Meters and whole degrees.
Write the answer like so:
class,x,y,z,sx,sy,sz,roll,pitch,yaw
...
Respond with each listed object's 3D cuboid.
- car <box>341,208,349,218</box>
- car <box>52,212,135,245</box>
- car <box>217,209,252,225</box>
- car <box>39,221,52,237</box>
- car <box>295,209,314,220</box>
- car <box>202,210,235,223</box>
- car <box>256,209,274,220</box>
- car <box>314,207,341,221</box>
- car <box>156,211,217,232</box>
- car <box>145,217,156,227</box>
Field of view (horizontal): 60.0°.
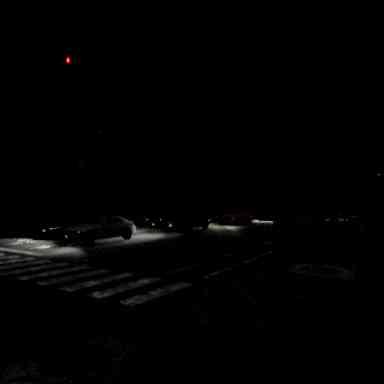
class,x,y,z,sx,sy,sz,roll,pitch,yaw
car,23.946,3.279,53.238,1.837,1.490,4.892,-1,-2,31
car,-5.183,2.060,18.937,1.812,1.442,4.674,-1,-2,32
car,4.631,2.556,34.788,1.882,1.535,5.008,-1,-2,32
car,-7.408,2.101,21.552,1.837,1.490,4.892,-1,-2,32
car,15.527,3.016,45.834,1.812,1.442,4.674,-1,-2,32
car,3.186,2.783,38.618,1.895,1.301,4.718,-1,-2,32
car,10.233,2.936,43.747,2.033,1.411,5.357,-1,-2,32
car,17.474,2.976,42.798,1.994,1.385,4.181,-1,-2,32
car,-0.321,2.295,26.814,2.128,1.511,4.902,-1,-2,32
car,-2.130,2.488,30.061,1.895,1.301,4.718,-1,-2,32
